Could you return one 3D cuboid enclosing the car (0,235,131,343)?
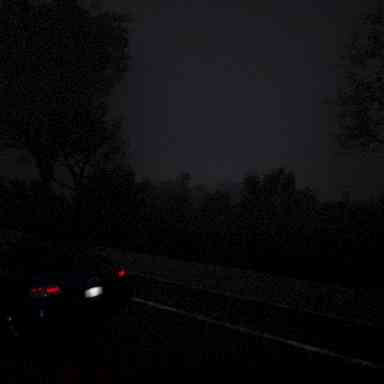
[{"bbox_3d":[-3.149,1.557,6.520,4.181,1.385,1.994,0,0,38],"label":"car"}]
